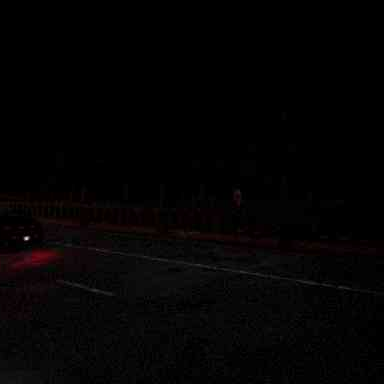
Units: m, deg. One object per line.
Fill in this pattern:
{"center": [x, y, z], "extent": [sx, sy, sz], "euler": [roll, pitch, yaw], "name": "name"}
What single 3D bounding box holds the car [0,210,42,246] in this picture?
{"center": [-8.274, 1.516, 14.070], "extent": [4.892, 1.490, 1.837], "euler": [0, 0, 35], "name": "car"}
